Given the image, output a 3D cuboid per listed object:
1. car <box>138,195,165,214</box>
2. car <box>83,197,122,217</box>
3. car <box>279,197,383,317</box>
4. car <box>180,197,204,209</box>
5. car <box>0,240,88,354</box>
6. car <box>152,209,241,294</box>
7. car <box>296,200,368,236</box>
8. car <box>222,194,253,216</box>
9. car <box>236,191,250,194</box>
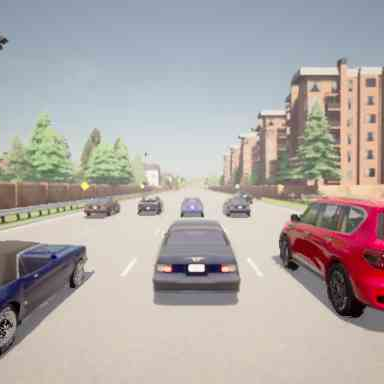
[{"bbox_3d":[-3.467,1.034,28.598,2.128,1.511,4.902,0,1,0],"label":"car"},{"bbox_3d":[-6.982,1.123,26.401,2.033,1.411,5.357,0,1,0],"label":"car"},{"bbox_3d":[3.598,1.106,7.326,2.150,2.045,5.566,0,1,0],"label":"car"},{"bbox_3d":[0.014,1.121,26.690,2.033,1.411,5.357,0,1,0],"label":"car"},{"bbox_3d":[-3.401,1.504,5.853,1.895,1.301,4.718,0,1,0],"label":"car"},{"bbox_3d":[0.096,1.408,8.621,2.033,1.411,5.357,0,1,0],"label":"car"},{"bbox_3d":[7.086,1.249,17.434,1.812,1.442,4.674,0,1,0],"label":"car"},{"bbox_3d":[3.513,1.122,26.748,2.033,1.411,5.357,0,1,0],"label":"car"},{"bbox_3d":[6.859,0.634,45.190,2.097,1.767,4.553,0,1,0],"label":"car"}]
